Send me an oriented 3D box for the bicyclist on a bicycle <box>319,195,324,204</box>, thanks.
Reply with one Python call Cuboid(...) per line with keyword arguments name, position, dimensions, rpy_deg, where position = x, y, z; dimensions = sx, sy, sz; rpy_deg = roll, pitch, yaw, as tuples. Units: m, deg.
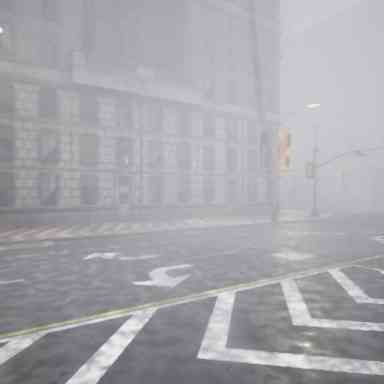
Cuboid(name="bicyclist on a bicycle", position=(23.658, 1.319, 60.826), dimensions=(1.656, 1.620, 0.582), rpy_deg=(0, 0, -34))
